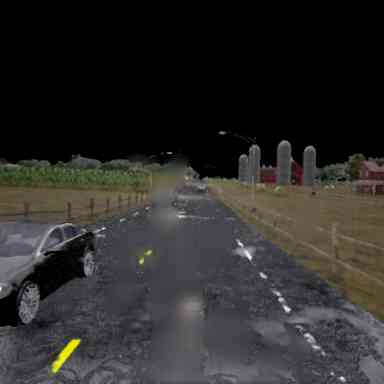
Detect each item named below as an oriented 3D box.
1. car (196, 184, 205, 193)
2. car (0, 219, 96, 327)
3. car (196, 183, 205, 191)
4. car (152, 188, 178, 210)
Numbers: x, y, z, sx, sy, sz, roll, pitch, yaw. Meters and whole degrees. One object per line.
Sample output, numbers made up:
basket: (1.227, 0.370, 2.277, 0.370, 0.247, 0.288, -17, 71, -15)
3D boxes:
car: (1.972, -0.716, 76.508, 2.097, 1.767, 4.553, 1, 3, 1)
car: (-3.473, 1.369, 6.869, 2.128, 1.511, 4.902, 1, 0, 1)
car: (2.249, -1.323, 86.711, 2.097, 1.767, 4.553, 1, 3, 1)
car: (-2.674, 0.616, 34.019, 2.150, 2.045, 5.566, 1, 1, 2)
